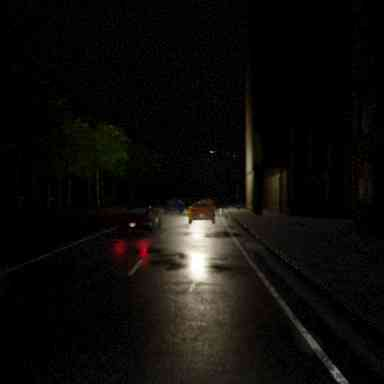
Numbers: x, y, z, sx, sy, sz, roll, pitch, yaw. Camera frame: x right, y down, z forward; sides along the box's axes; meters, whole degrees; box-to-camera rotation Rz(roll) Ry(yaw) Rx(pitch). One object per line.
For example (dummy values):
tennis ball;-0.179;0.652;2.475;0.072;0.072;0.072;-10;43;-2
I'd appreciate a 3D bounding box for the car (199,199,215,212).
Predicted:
car;1.953;1.638;42.058;1.882;1.535;5.008;0;-1;5

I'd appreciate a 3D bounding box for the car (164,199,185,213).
car;-1.928;1.574;37.536;1.882;1.535;5.008;0;-1;4

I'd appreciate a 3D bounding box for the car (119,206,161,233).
car;-2.977;1.513;19.440;1.812;1.442;4.674;0;0;2

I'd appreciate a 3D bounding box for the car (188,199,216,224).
car;0.781;1.479;25.042;1.882;1.535;5.008;0;-1;3
